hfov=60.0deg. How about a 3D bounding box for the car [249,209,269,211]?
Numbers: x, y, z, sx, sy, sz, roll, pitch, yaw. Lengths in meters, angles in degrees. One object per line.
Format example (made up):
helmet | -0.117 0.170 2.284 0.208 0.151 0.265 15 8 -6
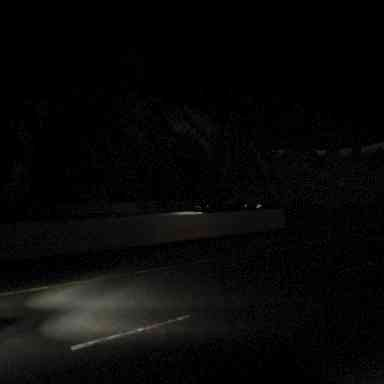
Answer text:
car | 7.071 1.328 32.652 4.553 1.767 2.097 0 0 -42

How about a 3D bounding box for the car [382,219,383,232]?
car | 12.004 1.530 18.053 4.181 1.385 1.994 0 0 -41

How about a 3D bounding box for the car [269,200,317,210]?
car | 9.521 1.462 30.147 4.902 1.511 2.128 0 0 -42

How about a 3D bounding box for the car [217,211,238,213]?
car | 4.531 1.460 35.071 5.008 1.535 1.882 0 0 -42
